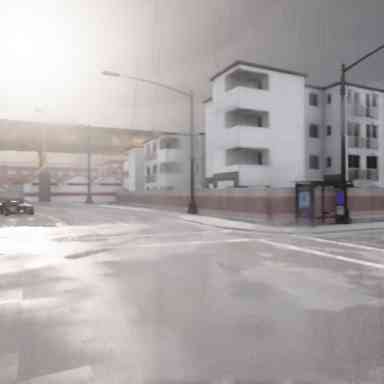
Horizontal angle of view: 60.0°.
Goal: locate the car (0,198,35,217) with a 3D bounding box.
[{"bbox_3d":[-14.240,1.229,27.081,1.994,1.385,4.181,0,1,-38],"label":"car"}]
